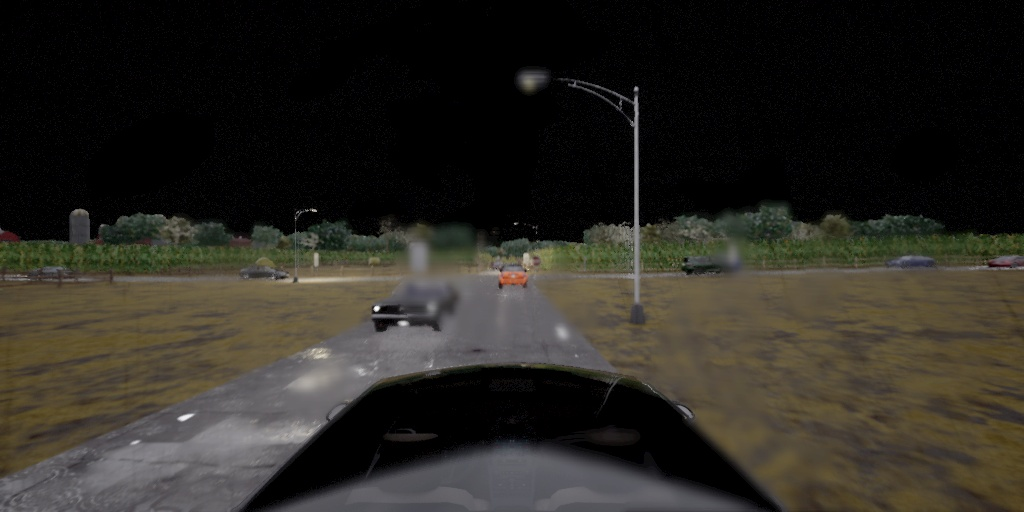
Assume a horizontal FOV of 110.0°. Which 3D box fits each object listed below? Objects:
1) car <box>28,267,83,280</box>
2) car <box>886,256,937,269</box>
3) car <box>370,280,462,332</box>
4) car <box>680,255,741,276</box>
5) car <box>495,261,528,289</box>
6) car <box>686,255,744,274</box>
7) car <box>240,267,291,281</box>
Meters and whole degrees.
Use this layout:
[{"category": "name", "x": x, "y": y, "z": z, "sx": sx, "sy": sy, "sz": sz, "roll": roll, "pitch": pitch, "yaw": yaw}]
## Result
[{"category": "car", "x": -50.074, "y": 1.863, "z": 39.389, "sx": 4.181, "sy": 1.385, "sz": 1.994, "roll": 1, "pitch": 0, "yaw": 1}, {"category": "car", "x": 46.660, "y": 0.769, "z": 41.923, "sx": 4.674, "sy": 1.442, "sz": 1.812, "roll": -1, "pitch": 0, "yaw": 1}, {"category": "car", "x": -2.841, "y": 1.484, "z": 11.555, "sx": 1.895, "sy": 1.301, "sz": 4.718, "roll": 0, "pitch": -1, "yaw": 0}, {"category": "car", "x": 21.411, "y": 1.050, "z": 39.158, "sx": 5.566, "sy": 2.045, "sz": 2.150, "roll": -1, "pitch": 0, "yaw": 1}, {"category": "car", "x": 0.095, "y": 1.416, "z": 26.822, "sx": 2.097, "sy": 1.767, "sz": 4.553, "roll": 0, "pitch": -1, "yaw": 0}, {"category": "car", "x": 23.781, "y": 0.981, "z": 42.062, "sx": 5.566, "sy": 2.045, "sz": 2.150, "roll": -1, "pitch": 0, "yaw": -1}, {"category": "car", "x": -26.942, "y": 1.930, "z": 39.245, "sx": 4.892, "sy": 1.490, "sz": 1.837, "roll": 0, "pitch": 0, "yaw": 0}]
